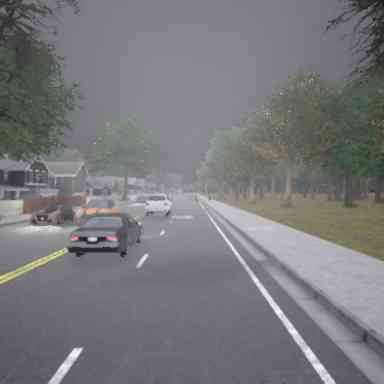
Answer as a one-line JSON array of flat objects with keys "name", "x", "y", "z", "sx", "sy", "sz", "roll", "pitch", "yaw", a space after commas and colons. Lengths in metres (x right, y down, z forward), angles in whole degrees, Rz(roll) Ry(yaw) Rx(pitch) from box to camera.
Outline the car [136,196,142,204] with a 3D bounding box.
[{"name": "car", "x": -9.752, "y": 1.496, "z": 65.194, "sx": 2.128, "sy": 1.511, "sz": 4.902, "roll": 0, "pitch": 0, "yaw": 0}]

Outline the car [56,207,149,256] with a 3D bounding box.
[{"name": "car", "x": -3.149, "y": 1.546, "z": 13.056, "sx": 2.033, "sy": 1.411, "sz": 5.357, "roll": 0, "pitch": 0, "yaw": 0}]

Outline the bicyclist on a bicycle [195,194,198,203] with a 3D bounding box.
[{"name": "bicyclist on a bicycle", "x": 0.902, "y": 1.361, "z": 67.941, "sx": 0.659, "sy": 1.776, "sz": 1.843, "roll": 0, "pitch": 0, "yaw": 0}]

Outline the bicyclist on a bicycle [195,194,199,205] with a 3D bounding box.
[{"name": "bicyclist on a bicycle", "x": 0.897, "y": 1.429, "z": 58.943, "sx": 0.866, "sy": 1.612, "sz": 1.509, "roll": 0, "pitch": 0, "yaw": 0}]

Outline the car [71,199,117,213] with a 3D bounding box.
[{"name": "car", "x": -6.596, "y": 1.350, "z": 23.687, "sx": 2.097, "sy": 1.767, "sz": 4.553, "roll": 0, "pitch": 0, "yaw": 0}]

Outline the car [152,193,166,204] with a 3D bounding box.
[{"name": "car", "x": -6.502, "y": 1.260, "z": 65.176, "sx": 2.150, "sy": 2.045, "sz": 5.566, "roll": 0, "pitch": 0, "yaw": 0}]

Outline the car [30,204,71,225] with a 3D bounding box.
[{"name": "car", "x": -9.845, "y": 1.562, "z": 23.867, "sx": 1.994, "sy": 1.385, "sz": 4.181, "roll": 0, "pitch": 0, "yaw": 0}]

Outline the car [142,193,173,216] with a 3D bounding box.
[{"name": "car", "x": -3.147, "y": 1.218, "z": 32.168, "sx": 2.150, "sy": 2.045, "sz": 5.566, "roll": 0, "pitch": 0, "yaw": 0}]

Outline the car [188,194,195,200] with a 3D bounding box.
[{"name": "car", "x": 0.010, "y": 1.391, "z": 86.391, "sx": 2.033, "sy": 1.411, "sz": 5.357, "roll": 0, "pitch": 0, "yaw": 0}]
